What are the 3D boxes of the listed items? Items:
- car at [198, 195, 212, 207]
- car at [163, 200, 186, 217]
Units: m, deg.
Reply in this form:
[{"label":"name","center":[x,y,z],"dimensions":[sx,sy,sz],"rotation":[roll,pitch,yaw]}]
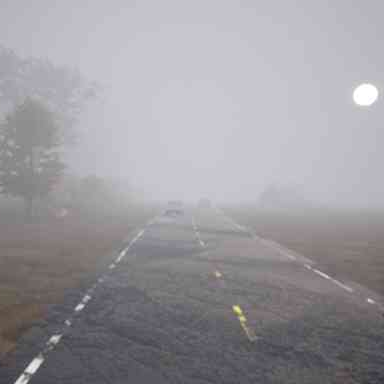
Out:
[{"label":"car","center":[1.943,1.573,50.057],"dimensions":[1.994,1.385,4.181],"rotation":[1,0,2]},{"label":"car","center":[-1.558,1.481,30.730],"dimensions":[2.033,1.411,5.357],"rotation":[1,0,0]}]
